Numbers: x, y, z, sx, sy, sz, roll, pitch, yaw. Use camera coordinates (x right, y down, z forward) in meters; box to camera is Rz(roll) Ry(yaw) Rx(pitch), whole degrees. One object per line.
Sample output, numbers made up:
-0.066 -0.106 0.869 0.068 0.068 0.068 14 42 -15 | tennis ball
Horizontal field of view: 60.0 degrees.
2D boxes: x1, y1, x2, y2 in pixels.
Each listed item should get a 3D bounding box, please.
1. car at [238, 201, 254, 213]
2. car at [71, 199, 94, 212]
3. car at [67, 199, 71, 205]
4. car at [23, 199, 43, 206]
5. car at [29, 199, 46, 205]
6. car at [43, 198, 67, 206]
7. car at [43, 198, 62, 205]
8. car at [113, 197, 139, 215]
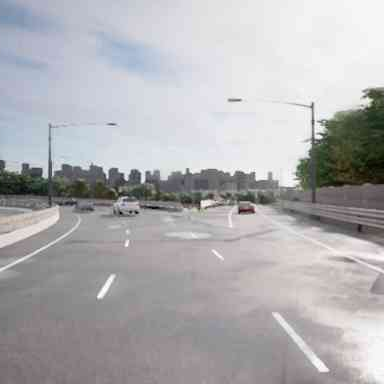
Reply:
6.719 1.841 41.445 1.994 1.385 4.181 -1 0 8 | car
-15.128 2.031 46.558 2.033 1.411 5.357 0 -1 -28 | car
-26.965 2.287 74.662 4.892 1.490 1.837 -1 -1 44 | car
-35.360 2.347 73.132 4.892 1.490 1.837 -1 -1 41 | car
-36.643 2.287 79.035 4.181 1.385 1.994 -1 -1 38 | car
-29.909 2.153 72.675 4.553 1.767 2.097 -1 -1 44 | car
-34.341 2.263 81.671 4.902 1.511 2.128 -1 -1 38 | car
-7.774 1.589 38.943 2.150 2.045 5.566 0 -1 -23 | car
